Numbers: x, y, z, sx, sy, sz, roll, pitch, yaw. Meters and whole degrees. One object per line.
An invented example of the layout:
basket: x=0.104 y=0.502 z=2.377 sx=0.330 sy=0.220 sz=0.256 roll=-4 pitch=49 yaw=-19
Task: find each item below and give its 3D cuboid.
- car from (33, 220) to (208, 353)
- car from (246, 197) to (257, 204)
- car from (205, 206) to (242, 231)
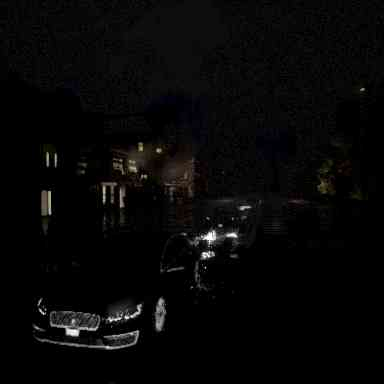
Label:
car: x=-1.057 y=1.588 z=6.751 sx=1.837 sy=1.490 sz=4.892 roll=0 pitch=0 yaw=12
car: x=11.824 y=1.580 z=66.066 sx=1.895 sy=1.301 sz=4.718 roll=0 pitch=0 yaw=12
car: x=2.071 y=1.600 z=21.096 sx=1.895 sy=1.301 sz=4.718 roll=0 pitch=0 yaw=12
